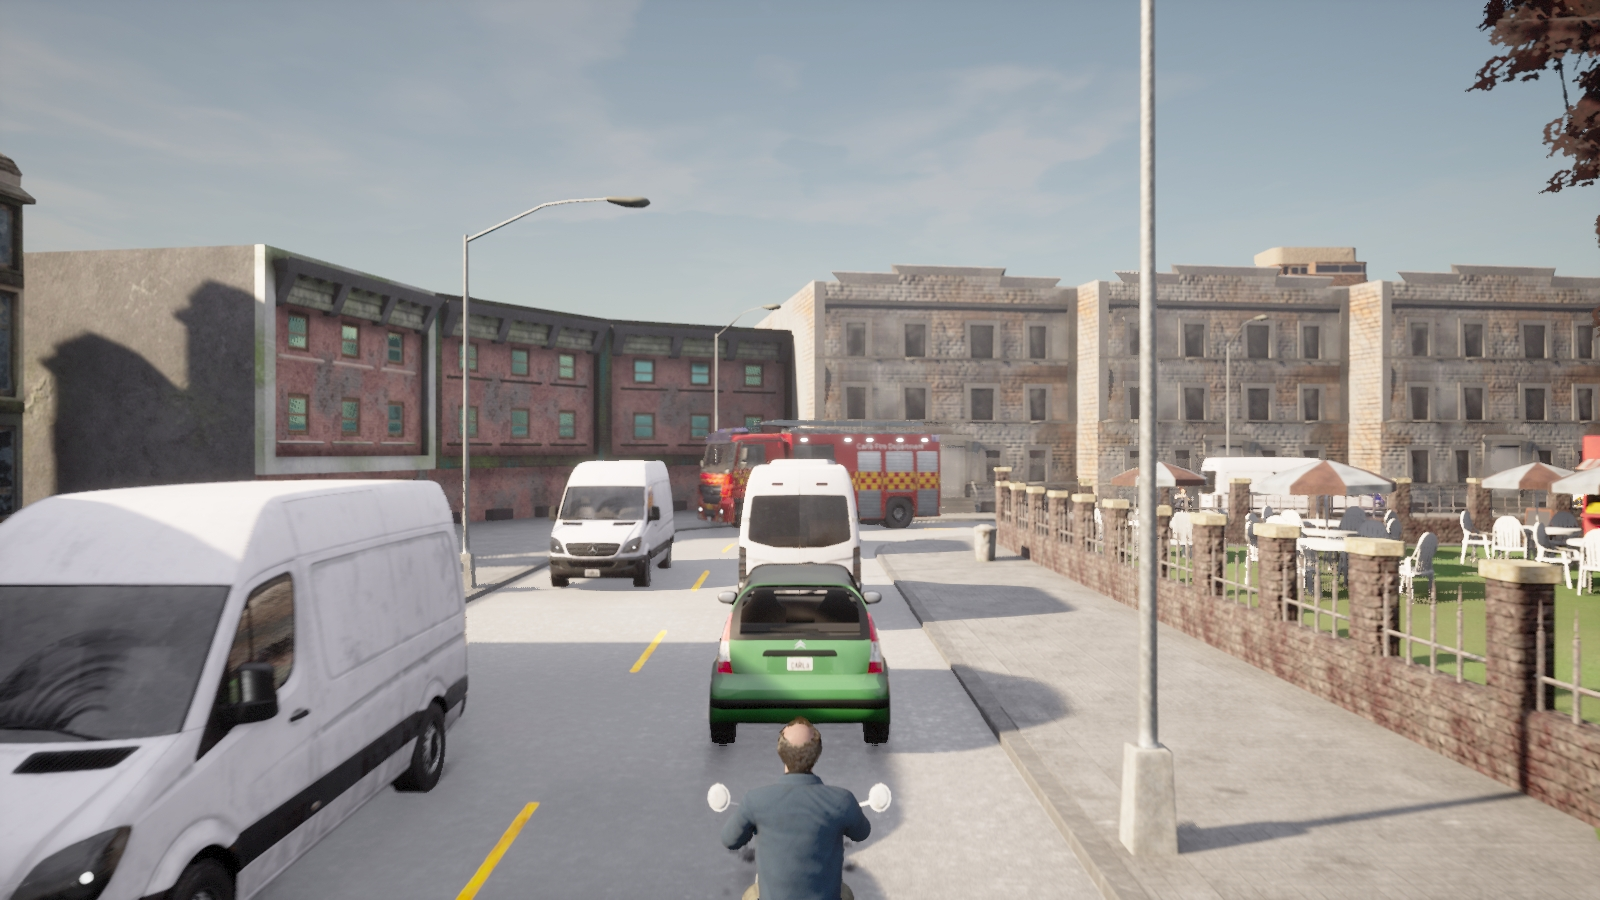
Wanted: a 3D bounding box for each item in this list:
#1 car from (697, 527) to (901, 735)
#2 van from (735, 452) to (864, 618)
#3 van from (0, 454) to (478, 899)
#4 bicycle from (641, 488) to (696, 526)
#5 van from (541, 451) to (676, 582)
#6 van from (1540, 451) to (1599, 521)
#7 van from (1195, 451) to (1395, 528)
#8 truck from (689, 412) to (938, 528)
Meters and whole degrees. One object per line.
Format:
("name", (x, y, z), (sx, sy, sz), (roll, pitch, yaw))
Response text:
("car", (-0.006, 1.779, 12.356), (1.851, 1.617, 3.988), (0, 0, 0))
("van", (-0.010, 1.314, 20.568), (1.988, 2.561, 5.915), (0, 0, 0))
("van", (-4.011, 1.315, 7.741), (1.988, 2.561, 5.915), (0, 0, 0))
("bicycle", (-4.467, 1.939, 38.764), (1.835, 1.271, 0.329), (0, 0, 0))
("van", (-4.061, 1.315, 25.287), (1.988, 2.561, 5.915), (0, 0, 0))
("van", (31.297, 1.314, 42.733), (5.915, 2.561, 1.988), (0, 0, 0))
("van", (16.731, 1.313, 38.837), (5.915, 2.561, 1.988), (0, 0, 1))
("truck", (0.521, 0.671, 40.806), (8.468, 3.827, 2.891), (0, 0, -25))
